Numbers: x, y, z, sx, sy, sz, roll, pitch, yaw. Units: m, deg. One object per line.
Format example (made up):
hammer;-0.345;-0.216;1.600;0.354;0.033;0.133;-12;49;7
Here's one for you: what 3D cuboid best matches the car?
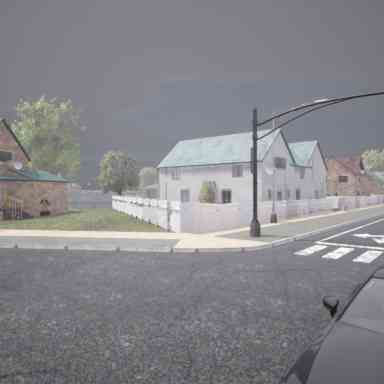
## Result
car;2.526;1.524;3.407;1.812;1.442;4.674;0;0;42
